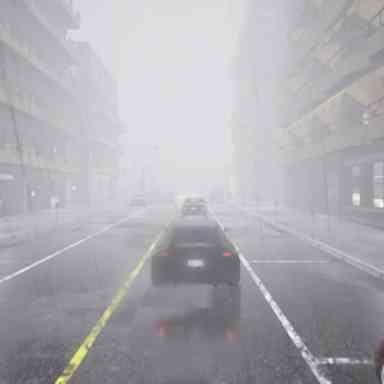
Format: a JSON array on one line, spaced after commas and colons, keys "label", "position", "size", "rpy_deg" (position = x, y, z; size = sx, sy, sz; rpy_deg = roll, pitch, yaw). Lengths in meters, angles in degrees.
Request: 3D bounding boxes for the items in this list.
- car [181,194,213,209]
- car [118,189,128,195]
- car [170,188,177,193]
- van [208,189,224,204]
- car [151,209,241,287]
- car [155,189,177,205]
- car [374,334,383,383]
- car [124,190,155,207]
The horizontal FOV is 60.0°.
[{"label": "car", "position": [0.182, 1.058, 23.976], "size": [2.033, 1.411, 5.357], "rpy_deg": [0, 1, 1]}, {"label": "car", "position": [-16.123, -0.010, 74.247], "size": [4.097, 1.590, 1.967], "rpy_deg": [0, 0, 0]}, {"label": "car", "position": [-5.205, -0.354, 95.185], "size": [1.802, 1.307, 4.206], "rpy_deg": [1, 1, 0]}, {"label": "van", "position": [2.908, 0.516, 40.481], "size": [1.690, 1.788, 3.998], "rpy_deg": [1, 1, 0]}, {"label": "car", "position": [0.103, 1.383, 8.801], "size": [1.994, 1.385, 4.181], "rpy_deg": [0, 1, 1]}, {"label": "car", "position": [-2.905, 0.755, 38.924], "size": [2.033, 1.411, 5.357], "rpy_deg": [0, 1, 0]}, {"label": "car", "position": [2.710, 1.544, 1.712], "size": [1.802, 1.307, 4.206], "rpy_deg": [1, 1, 0]}, {"label": "car", "position": [-5.471, 0.840, 34.935], "size": [2.008, 1.369, 4.403], "rpy_deg": [1, 1, 0]}]
